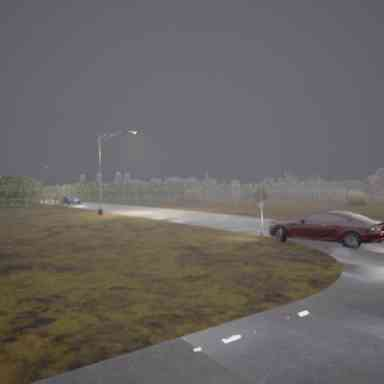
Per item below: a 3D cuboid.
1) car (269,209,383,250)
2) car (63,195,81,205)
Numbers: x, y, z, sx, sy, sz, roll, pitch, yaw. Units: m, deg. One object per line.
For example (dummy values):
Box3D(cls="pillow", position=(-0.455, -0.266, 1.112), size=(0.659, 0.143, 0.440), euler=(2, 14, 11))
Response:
Box3D(cls="car", position=(5.630, 1.478, 14.283), size=(4.674, 1.442, 1.812), euler=(1, 2, 36))
Box3D(cls="car", position=(-18.269, 1.142, 50.271), size=(2.128, 1.511, 4.902), euler=(-2, 1, -36))
